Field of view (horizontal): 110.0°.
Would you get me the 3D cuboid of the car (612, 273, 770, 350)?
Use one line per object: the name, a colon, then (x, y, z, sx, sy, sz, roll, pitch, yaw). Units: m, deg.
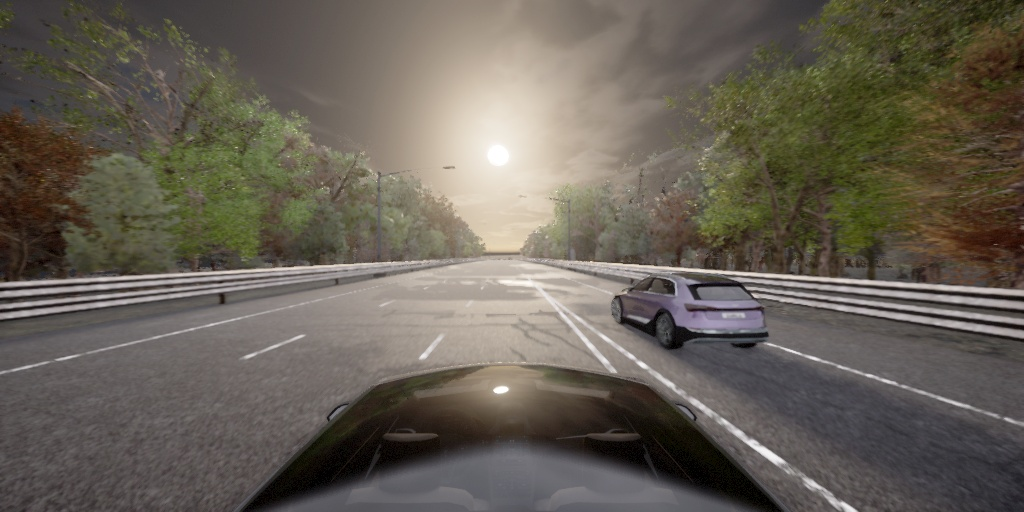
car: (4.123, 1.213, 9.113, 2.033, 1.649, 4.856, 0, 0, -3)
